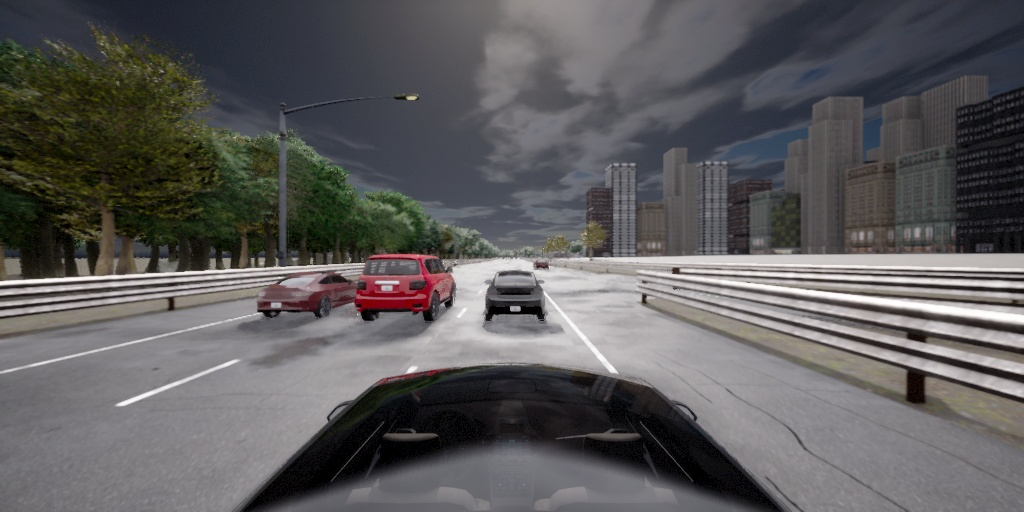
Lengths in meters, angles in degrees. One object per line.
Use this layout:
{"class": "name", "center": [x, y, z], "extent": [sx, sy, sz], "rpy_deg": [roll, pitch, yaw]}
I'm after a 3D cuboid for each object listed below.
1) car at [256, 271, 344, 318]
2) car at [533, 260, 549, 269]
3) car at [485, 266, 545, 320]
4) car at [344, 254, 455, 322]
{"class": "car", "center": [-6.903, 1.273, 12.801], "extent": [1.812, 1.442, 4.674], "rpy_deg": [0, 0, 0]}
{"class": "car", "center": [4.532, 1.327, 56.923], "extent": [1.882, 1.535, 5.008], "rpy_deg": [0, 0, -5]}
{"class": "car", "center": [0.096, 1.252, 12.604], "extent": [1.837, 1.490, 4.892], "rpy_deg": [0, 0, 0]}
{"class": "car", "center": [-3.404, 0.969, 12.457], "extent": [2.150, 2.045, 5.566], "rpy_deg": [0, 0, 0]}
